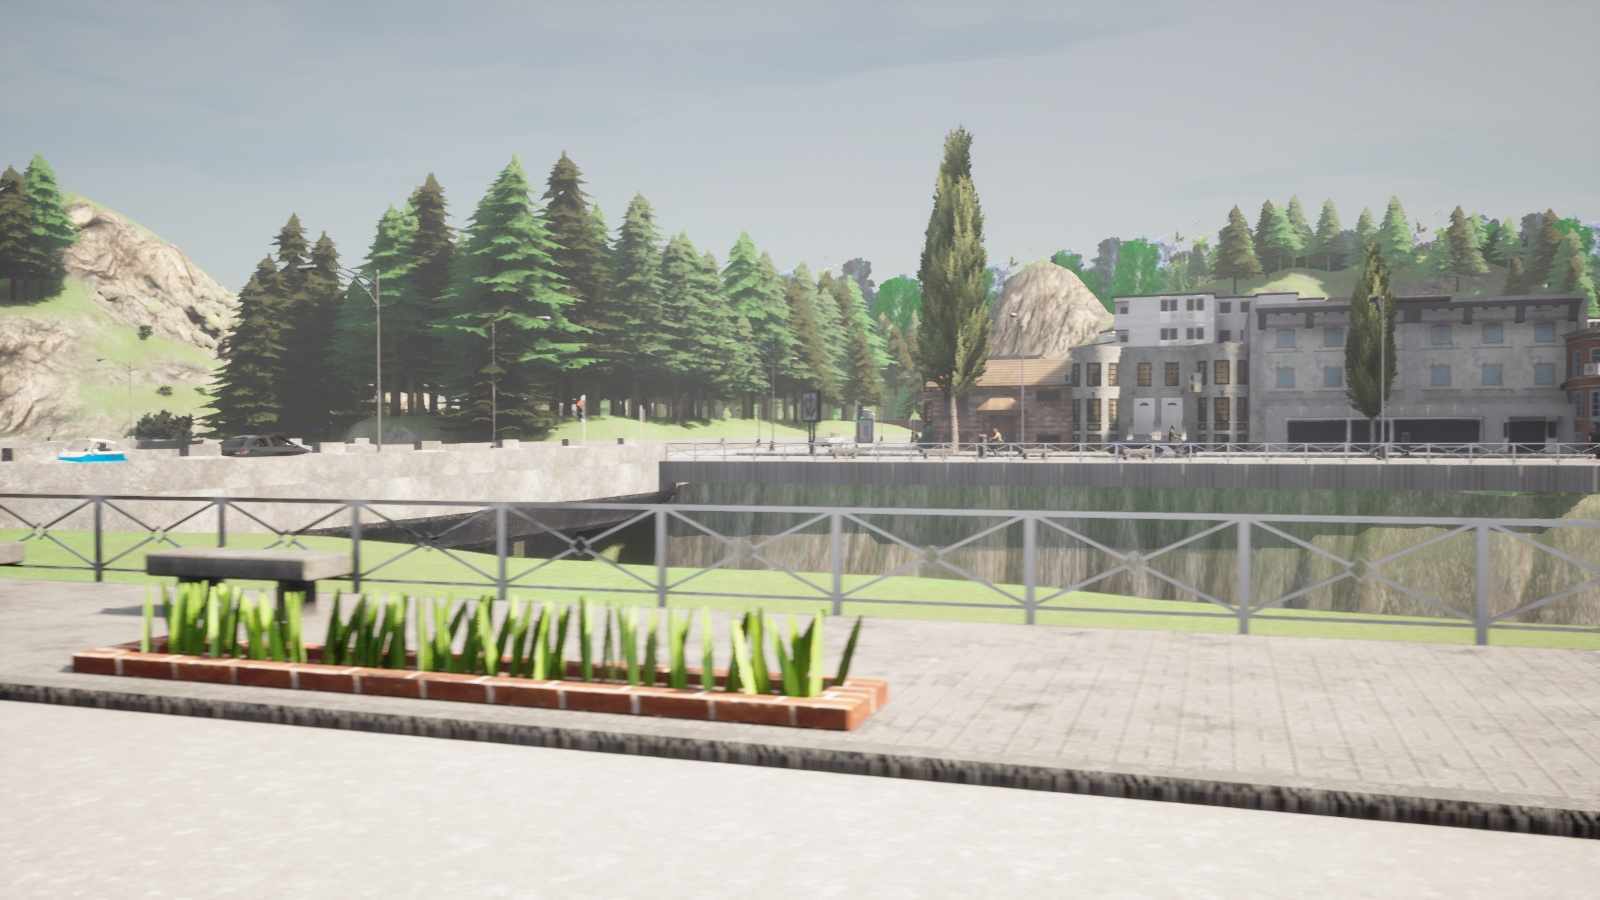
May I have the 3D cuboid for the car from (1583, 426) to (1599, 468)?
[{"bbox_3d":[37.492,-0.136,56.152,3.866,1.878,1.905,1,1,19],"label":"car"}]

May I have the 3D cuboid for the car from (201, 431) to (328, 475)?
[{"bbox_3d":[-18.860,0.058,44.422,1.816,1.474,4.193,1,1,19],"label":"car"}]

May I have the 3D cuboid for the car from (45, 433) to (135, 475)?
[{"bbox_3d":[-23.831,0.116,42.198,1.481,1.376,2.207,1,1,19],"label":"car"}]

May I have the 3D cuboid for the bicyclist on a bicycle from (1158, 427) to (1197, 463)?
[{"bbox_3d":[18.761,-0.232,62.446,1.843,1.776,0.659,0,1,19],"label":"bicyclist on a bicycle"}]

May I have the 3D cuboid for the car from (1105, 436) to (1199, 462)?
[{"bbox_3d":[18.708,-0.071,66.688,4.718,1.301,1.895,1,1,19],"label":"car"}]
